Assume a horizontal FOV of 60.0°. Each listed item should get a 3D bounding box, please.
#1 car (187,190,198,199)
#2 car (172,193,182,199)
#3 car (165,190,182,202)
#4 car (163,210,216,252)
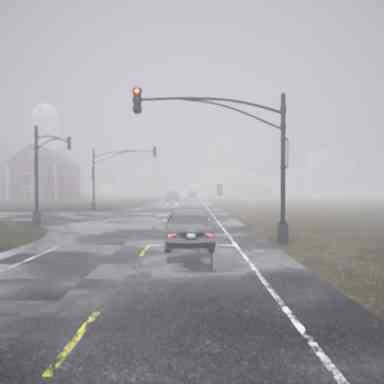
[{"bbox_3d":[0.105,0.542,75.544,2.150,2.045,5.566,0,1,0],"label":"car"},{"bbox_3d":[-3.395,0.873,75.190,1.994,1.385,4.181,0,1,0],"label":"car"},{"bbox_3d":[-3.472,0.703,59.166,2.150,2.045,5.566,0,1,1],"label":"car"},{"bbox_3d":[-0.162,1.438,13.326,2.033,1.411,5.357,0,0,-3],"label":"car"}]
